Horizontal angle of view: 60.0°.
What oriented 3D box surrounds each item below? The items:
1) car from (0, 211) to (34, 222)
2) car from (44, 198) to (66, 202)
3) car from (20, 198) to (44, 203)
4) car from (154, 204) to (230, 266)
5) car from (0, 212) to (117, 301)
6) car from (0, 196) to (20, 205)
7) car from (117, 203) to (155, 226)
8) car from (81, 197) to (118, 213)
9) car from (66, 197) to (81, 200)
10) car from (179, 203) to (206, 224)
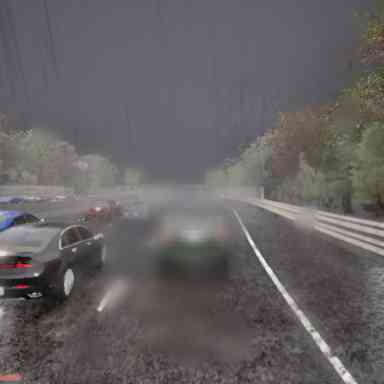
[{"bbox_3d":[-6.919,1.461,12.663,1.882,1.535,5.008,0,0,0],"label":"car"},{"bbox_3d":[-21.024,1.561,52.531,1.895,1.301,4.718,0,0,1],"label":"car"},{"bbox_3d":[-24.521,1.561,52.459,1.895,1.301,4.718,0,0,1],"label":"car"},{"bbox_3d":[0.075,1.336,11.607,2.097,1.767,4.553,0,0,0],"label":"car"},{"bbox_3d":[-3.449,1.494,8.294,1.837,1.490,4.892,0,0,0],"label":"car"},{"bbox_3d":[-28.025,1.438,51.322,1.882,1.535,5.008,0,0,0],"label":"car"},{"bbox_3d":[-3.443,1.520,23.242,2.033,1.411,5.357,0,0,1],"label":"car"},{"bbox_3d":[-6.918,1.320,26.662,2.097,1.767,4.553,0,0,0],"label":"car"},{"bbox_3d":[-17.527,1.507,52.752,2.033,1.411,5.357,0,0,1],"label":"car"},{"bbox_3d":[0.074,1.571,25.507,1.895,1.301,4.718,0,0,0],"label":"car"}]
